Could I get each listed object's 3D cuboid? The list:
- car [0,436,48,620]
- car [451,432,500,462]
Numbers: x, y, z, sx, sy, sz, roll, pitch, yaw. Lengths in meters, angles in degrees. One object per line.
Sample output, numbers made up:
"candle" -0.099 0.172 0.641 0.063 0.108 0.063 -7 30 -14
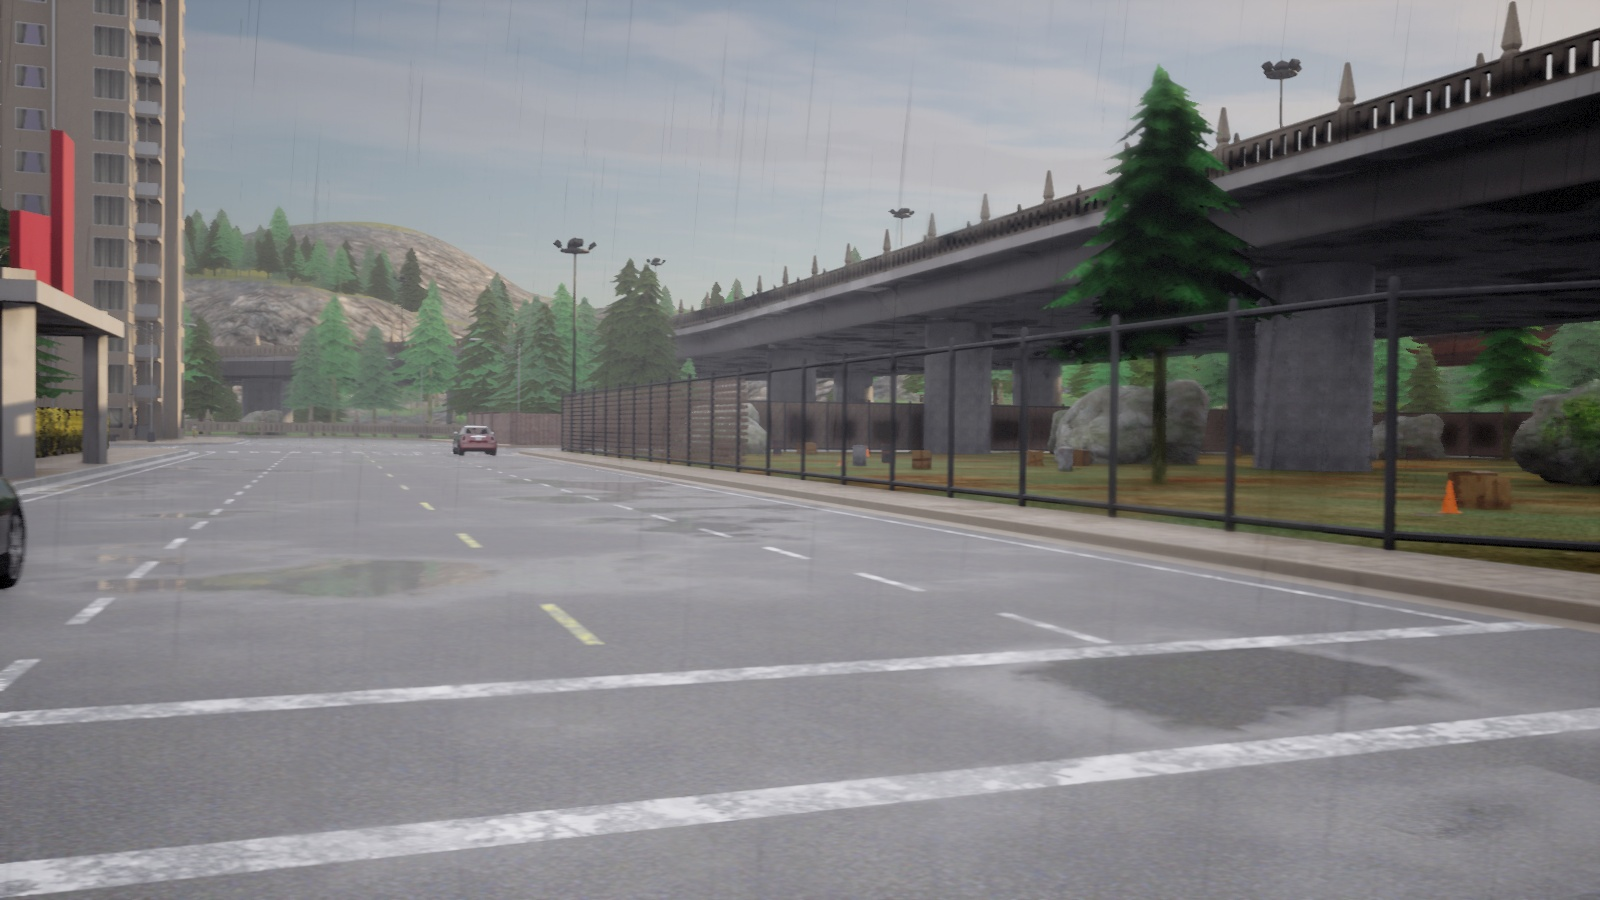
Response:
"car" -7.335 0.644 9.672 1.970 1.475 3.806 -1 1 -21
"car" -16.474 -0.164 63.640 1.970 1.475 3.806 -1 1 -21
